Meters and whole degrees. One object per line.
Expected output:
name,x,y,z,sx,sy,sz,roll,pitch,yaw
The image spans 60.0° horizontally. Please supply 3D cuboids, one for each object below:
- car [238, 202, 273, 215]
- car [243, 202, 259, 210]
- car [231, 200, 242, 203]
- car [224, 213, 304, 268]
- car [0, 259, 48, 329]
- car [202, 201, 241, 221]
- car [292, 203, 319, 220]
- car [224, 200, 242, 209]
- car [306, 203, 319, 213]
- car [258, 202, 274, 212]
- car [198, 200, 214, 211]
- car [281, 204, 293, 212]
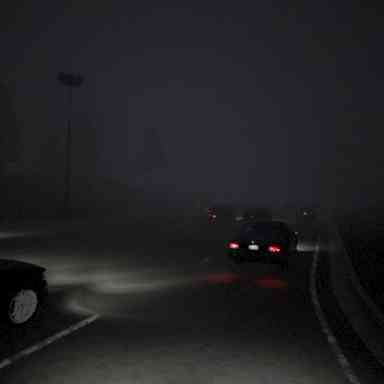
car,5.794,1.935,29.161,1.882,1.535,5.008,1,0,22
car,10.738,2.478,60.489,1.994,1.385,4.181,1,-1,22
car,7.043,2.243,51.297,1.812,1.442,4.674,1,-1,22
car,2.758,1.749,12.235,2.033,1.411,5.357,1,-1,22
car,-4.201,1.405,4.299,1.882,1.535,5.008,1,-1,22
car,2.842,1.903,31.201,1.837,1.490,4.892,1,0,22
car,12.623,2.289,36.771,1.994,1.385,4.181,1,-1,22
car,7.759,2.342,62.436,2.128,1.511,4.902,1,-1,22
car,20.519,2.649,56.404,1.837,1.490,4.892,1,-1,22
car,12.092,2.393,54.207,1.837,1.490,4.892,1,0,22
car,2.529,1.921,49.169,2.097,1.767,4.553,1,-1,22
car,15.292,2.526,52.786,1.994,1.385,4.181,1,-1,22
